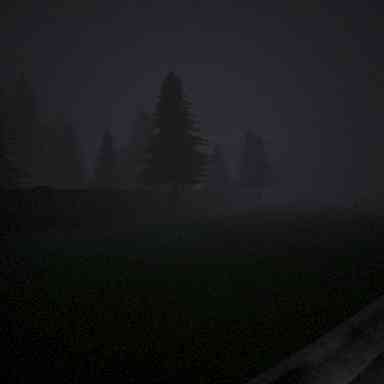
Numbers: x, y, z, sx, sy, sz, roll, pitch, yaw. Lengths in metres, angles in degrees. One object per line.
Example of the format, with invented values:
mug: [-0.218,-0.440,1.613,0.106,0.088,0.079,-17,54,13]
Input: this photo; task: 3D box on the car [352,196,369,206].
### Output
car: [25.526,1.293,50.348,1.812,1.442,4.674,-1,0,18]
